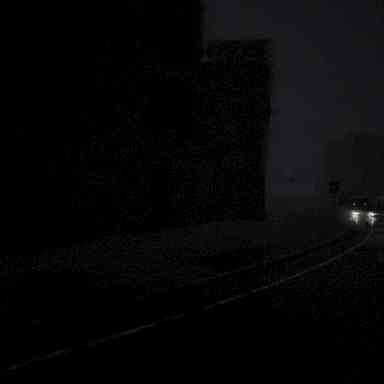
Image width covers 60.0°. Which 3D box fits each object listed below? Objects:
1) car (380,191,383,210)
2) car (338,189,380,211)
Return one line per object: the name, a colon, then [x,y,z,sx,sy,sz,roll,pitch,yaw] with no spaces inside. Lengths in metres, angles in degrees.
car: [21.283,0.915,37.304,2.150,2.045,5.566,3,2,6]
car: [17.436,0.777,35.584,2.150,2.045,5.566,3,2,7]
